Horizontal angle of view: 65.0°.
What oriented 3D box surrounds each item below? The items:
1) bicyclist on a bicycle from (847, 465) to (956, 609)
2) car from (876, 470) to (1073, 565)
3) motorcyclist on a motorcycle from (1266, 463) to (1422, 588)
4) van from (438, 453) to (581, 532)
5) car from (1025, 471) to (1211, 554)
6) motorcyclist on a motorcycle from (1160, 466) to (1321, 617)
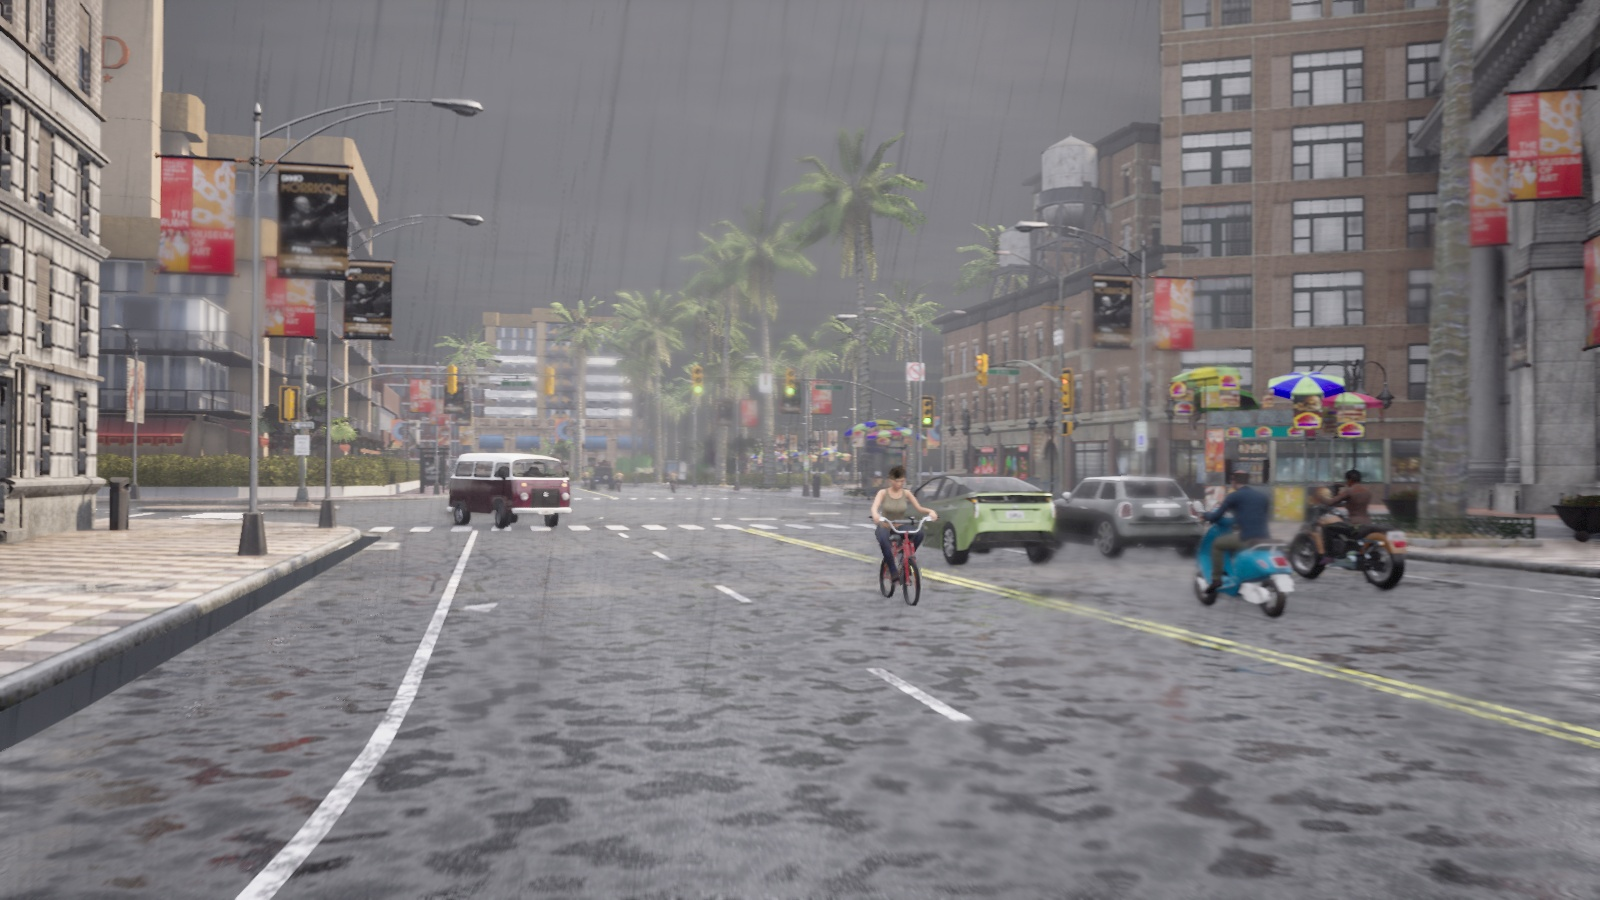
[{"bbox_3d":[1.184,0.996,14.979,0.866,1.612,1.509,0,-1,-13],"label":"bicyclist on a bicycle"},{"bbox_3d":[2.997,1.127,22.703,2.007,1.525,4.514,0,-1,-13],"label":"car"},{"bbox_3d":[7.681,1.026,17.883,0.766,1.649,2.350,0,-1,-13],"label":"motorcyclist on a motorcycle"},{"bbox_3d":[-8.124,1.161,34.808,2.069,2.038,4.480,1,-2,-39],"label":"van"},{"bbox_3d":[6.096,1.161,24.548,1.970,1.475,3.806,0,-1,-14],"label":"car"},{"bbox_3d":[4.943,0.982,14.247,0.866,1.590,1.817,0,-1,-13],"label":"motorcyclist on a motorcycle"}]
